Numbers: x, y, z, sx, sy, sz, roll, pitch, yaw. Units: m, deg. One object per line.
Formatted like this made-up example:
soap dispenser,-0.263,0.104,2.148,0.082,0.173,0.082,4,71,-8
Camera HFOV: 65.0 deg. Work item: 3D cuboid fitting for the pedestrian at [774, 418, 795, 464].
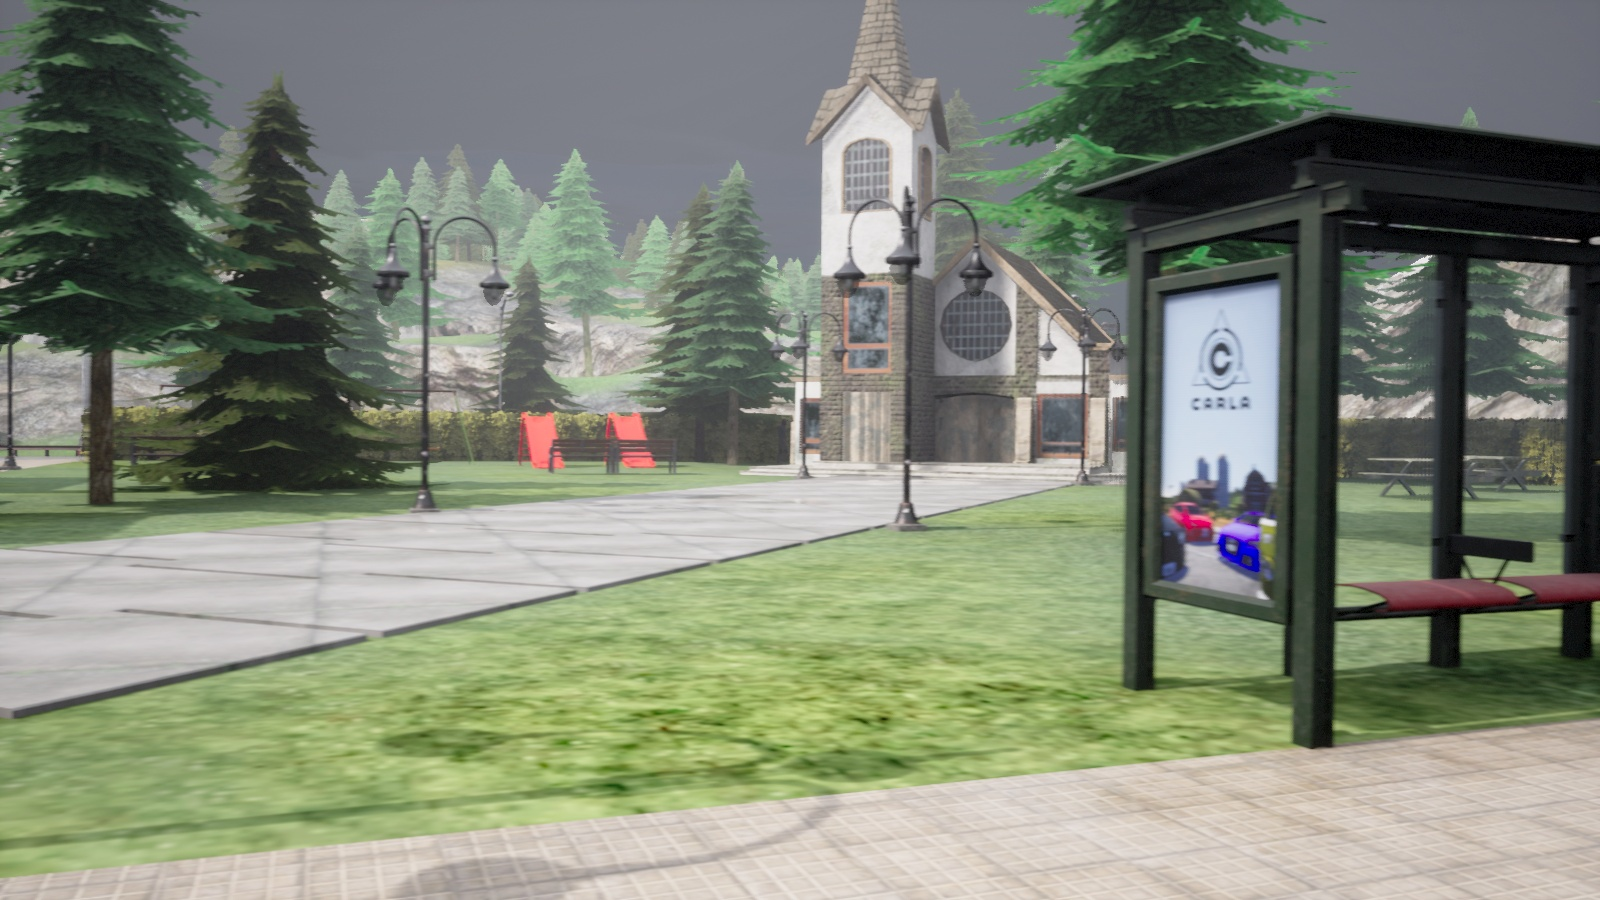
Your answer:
pedestrian,-0.610,-0.356,50.169,0.726,1.835,0.370,0,1,27
